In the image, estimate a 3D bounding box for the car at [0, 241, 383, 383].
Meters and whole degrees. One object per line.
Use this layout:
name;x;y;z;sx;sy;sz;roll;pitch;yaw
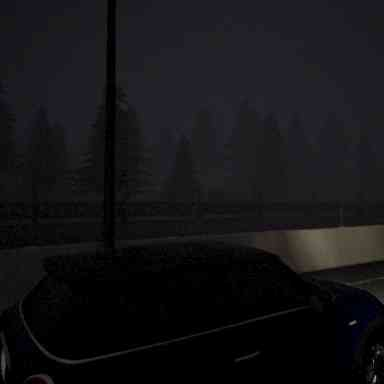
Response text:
car;0.322;1.365;3.740;4.553;1.767;2.097;1;0;-34
